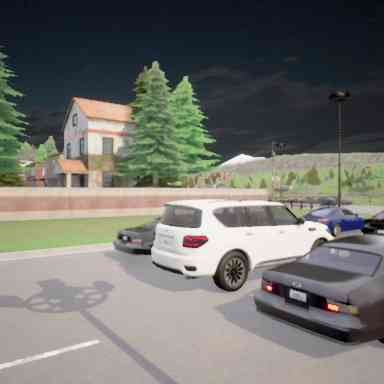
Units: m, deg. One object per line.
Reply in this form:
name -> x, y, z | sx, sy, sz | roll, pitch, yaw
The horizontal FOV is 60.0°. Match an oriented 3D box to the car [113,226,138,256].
car -> -0.133, 1.543, 12.243 | 5.357, 1.411, 2.033 | 0, 0, -36

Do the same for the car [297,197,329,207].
car -> 18.191, 1.534, 50.296 | 1.994, 1.385, 4.181 | 0, 0, -36

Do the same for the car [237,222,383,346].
car -> 3.566, 1.543, 6.289 | 5.357, 1.411, 2.033 | 0, 0, -36

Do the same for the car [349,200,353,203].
car -> 23.919, 1.529, 54.340 | 1.994, 1.385, 4.181 | 0, 0, -36

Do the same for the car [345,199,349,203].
car -> 21.141, 1.515, 52.192 | 2.033, 1.411, 5.357 | 0, 0, -36

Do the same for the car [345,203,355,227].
car -> 7.671, 1.515, 17.804 | 4.674, 1.442, 1.812 | 0, 0, -35

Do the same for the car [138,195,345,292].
car -> 1.587, 1.217, 9.178 | 5.566, 2.045, 2.150 | 0, 0, -36

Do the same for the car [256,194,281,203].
car -> 15.287, 1.318, 66.397 | 2.097, 1.767, 4.553 | 0, 0, -35

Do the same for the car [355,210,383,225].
car -> 9.678, 1.467, 14.936 | 5.008, 1.535, 1.882 | 0, 0, -35

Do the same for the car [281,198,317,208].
car -> 15.452, 1.573, 48.107 | 1.895, 1.301, 4.718 | 0, 0, -36
